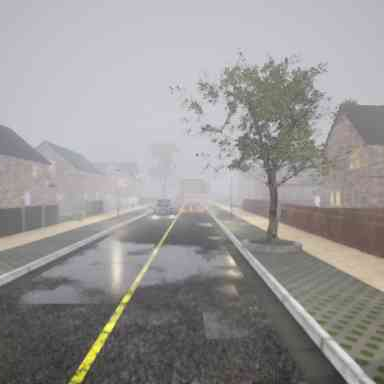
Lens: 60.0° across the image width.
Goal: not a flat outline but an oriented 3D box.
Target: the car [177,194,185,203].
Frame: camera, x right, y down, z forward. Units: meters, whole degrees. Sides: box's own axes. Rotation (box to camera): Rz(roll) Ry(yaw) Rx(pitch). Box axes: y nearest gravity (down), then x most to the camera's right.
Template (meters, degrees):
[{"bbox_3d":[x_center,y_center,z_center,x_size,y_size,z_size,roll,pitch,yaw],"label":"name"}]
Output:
[{"bbox_3d":[-2.767,1.481,75.161,2.150,2.045,5.566,0,0,0],"label":"car"}]

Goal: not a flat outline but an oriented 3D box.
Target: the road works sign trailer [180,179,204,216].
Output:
[{"bbox_3d":[-0.007,0.512,32.885,2.380,3.560,2.880,0,0,0],"label":"road works sign trailer"}]

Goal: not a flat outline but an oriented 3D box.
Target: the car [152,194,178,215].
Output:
[{"bbox_3d":[-2.849,1.406,34.554,2.097,1.767,4.553,0,0,0],"label":"car"}]
